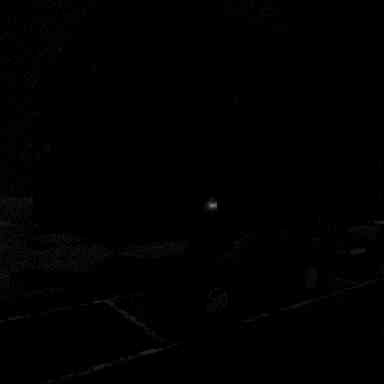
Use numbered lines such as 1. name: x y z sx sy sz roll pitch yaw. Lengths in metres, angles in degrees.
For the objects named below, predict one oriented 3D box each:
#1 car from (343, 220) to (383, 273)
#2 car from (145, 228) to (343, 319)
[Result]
1. car: 5.632 1.581 10.577 4.206 1.307 1.802 0 0 -36
2. car: 1.141 1.545 7.359 4.507 1.381 1.887 0 0 -36
